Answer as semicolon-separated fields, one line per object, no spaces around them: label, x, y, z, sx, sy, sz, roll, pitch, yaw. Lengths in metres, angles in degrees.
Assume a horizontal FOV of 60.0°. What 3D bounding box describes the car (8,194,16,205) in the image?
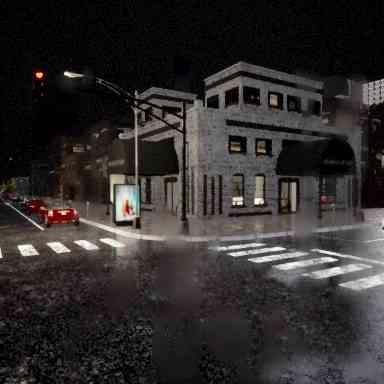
car;-26.353;1.270;50.537;2.008;1.369;4.403;-1;1;-31

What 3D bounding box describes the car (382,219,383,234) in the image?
car;10.608;1.069;14.384;5.566;2.045;2.150;0;1;-32

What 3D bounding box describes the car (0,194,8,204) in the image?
car;-32.683;1.277;55.975;1.994;1.385;4.181;-1;0;-31

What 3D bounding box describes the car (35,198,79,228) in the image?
car;-8.595;1.290;21.331;1.967;1.590;4.097;-1;1;-31

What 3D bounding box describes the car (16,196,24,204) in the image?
car;-17.474;1.333;35.935;2.008;1.369;4.403;-1;1;-31

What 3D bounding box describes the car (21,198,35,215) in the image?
car;-14.514;1.386;31.067;1.802;1.307;4.206;-1;1;-31
